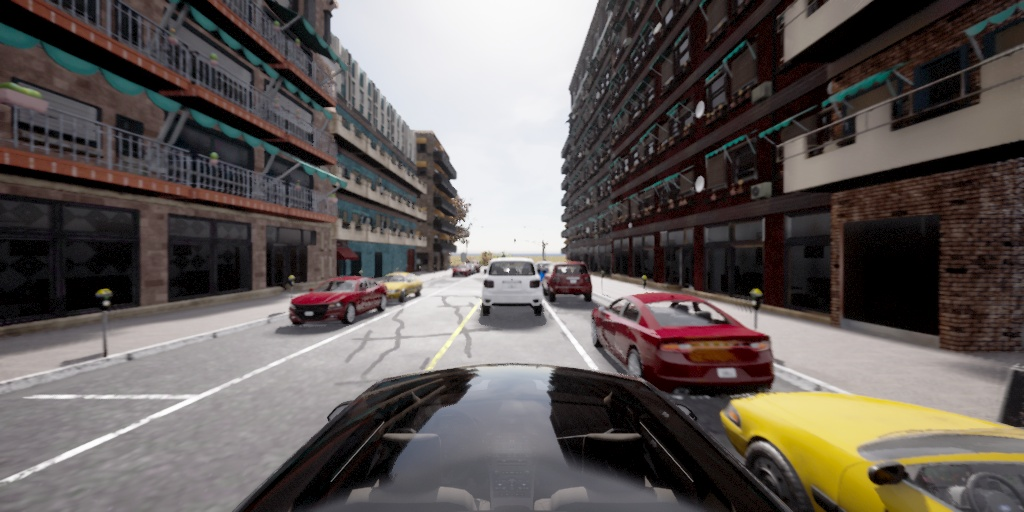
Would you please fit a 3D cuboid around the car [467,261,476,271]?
[{"bbox_3d":[-5.695,1.709,46.305,2.007,1.370,4.403,0,0,0],"label":"car"}]

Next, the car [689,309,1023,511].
[{"bbox_3d":[2.690,1.269,1.205,1.751,1.417,4.829,0,0,0],"label":"car"}]

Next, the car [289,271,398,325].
[{"bbox_3d":[-5.692,1.396,12.312,1.888,1.381,4.507,0,0,0],"label":"car"}]

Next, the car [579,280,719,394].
[{"bbox_3d":[2.689,1.343,6.700,1.888,1.381,4.507,0,0,0],"label":"car"}]

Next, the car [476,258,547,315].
[{"bbox_3d":[0.007,1.096,14.429,2.150,2.045,5.566,0,0,0],"label":"car"}]

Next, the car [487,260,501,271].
[{"bbox_3d":[-3.054,1.642,62.116,2.097,1.767,4.553,0,0,1],"label":"car"}]

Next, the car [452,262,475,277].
[{"bbox_3d":[-5.694,1.654,40.639,1.888,1.381,4.507,0,0,0],"label":"car"}]

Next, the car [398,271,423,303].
[{"bbox_3d":[-5.692,1.430,17.808,1.751,1.417,4.829,0,0,0],"label":"car"}]

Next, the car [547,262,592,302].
[{"bbox_3d":[2.688,1.220,18.030,2.192,1.841,5.009,0,0,0],"label":"car"}]
